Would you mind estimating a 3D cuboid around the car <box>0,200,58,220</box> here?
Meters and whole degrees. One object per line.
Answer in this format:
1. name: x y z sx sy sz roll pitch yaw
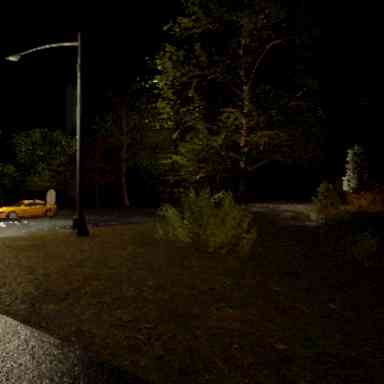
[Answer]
1. car: -13.701 1.458 27.607 1.882 1.535 5.008 0 1 36
